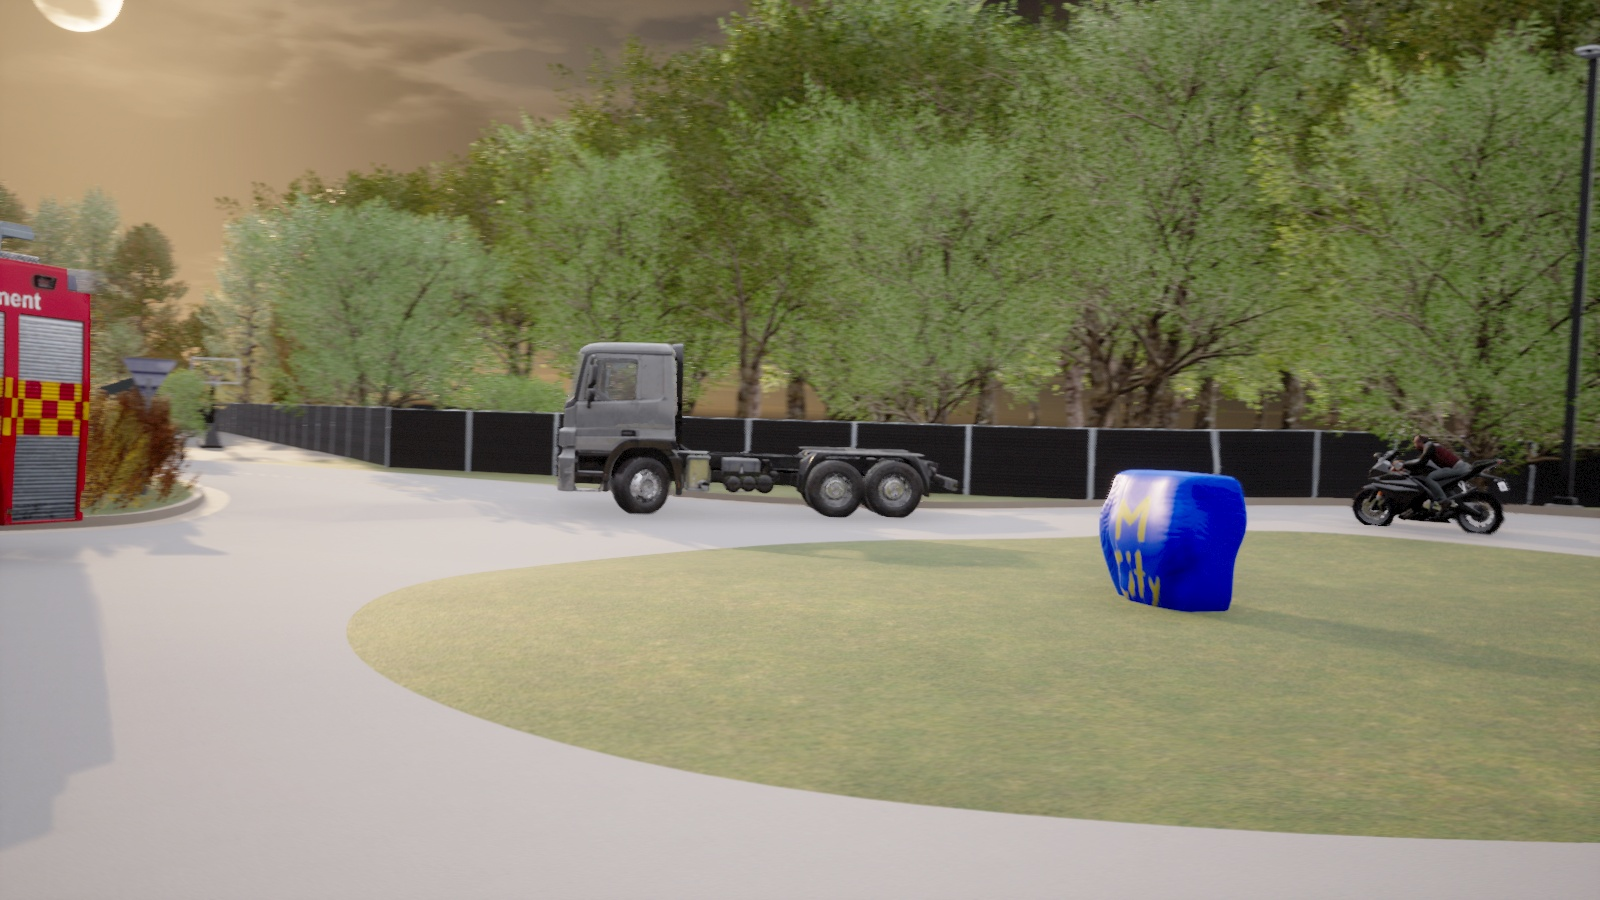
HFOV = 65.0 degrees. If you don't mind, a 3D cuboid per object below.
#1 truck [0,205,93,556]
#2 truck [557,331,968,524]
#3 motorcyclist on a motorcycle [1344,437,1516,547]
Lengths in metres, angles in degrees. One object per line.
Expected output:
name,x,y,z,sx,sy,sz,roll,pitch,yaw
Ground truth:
truck,-11.088,-0.862,11.190,2.891,3.827,8.468,4,1,18
truck,-0.803,-0.466,26.056,7.936,3.462,2.891,2,2,-4
motorcyclist on a motorcycle,9.794,0.611,19.597,0.866,1.530,2.191,-2,4,-44
